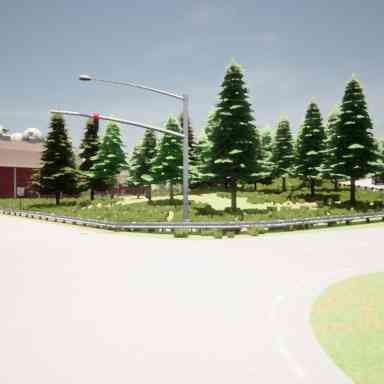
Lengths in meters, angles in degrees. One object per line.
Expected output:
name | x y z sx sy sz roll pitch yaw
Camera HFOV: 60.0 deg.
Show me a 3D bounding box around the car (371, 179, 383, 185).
car | 29.066 -1.898 51.469 1.837 1.490 4.892 0 5 21
